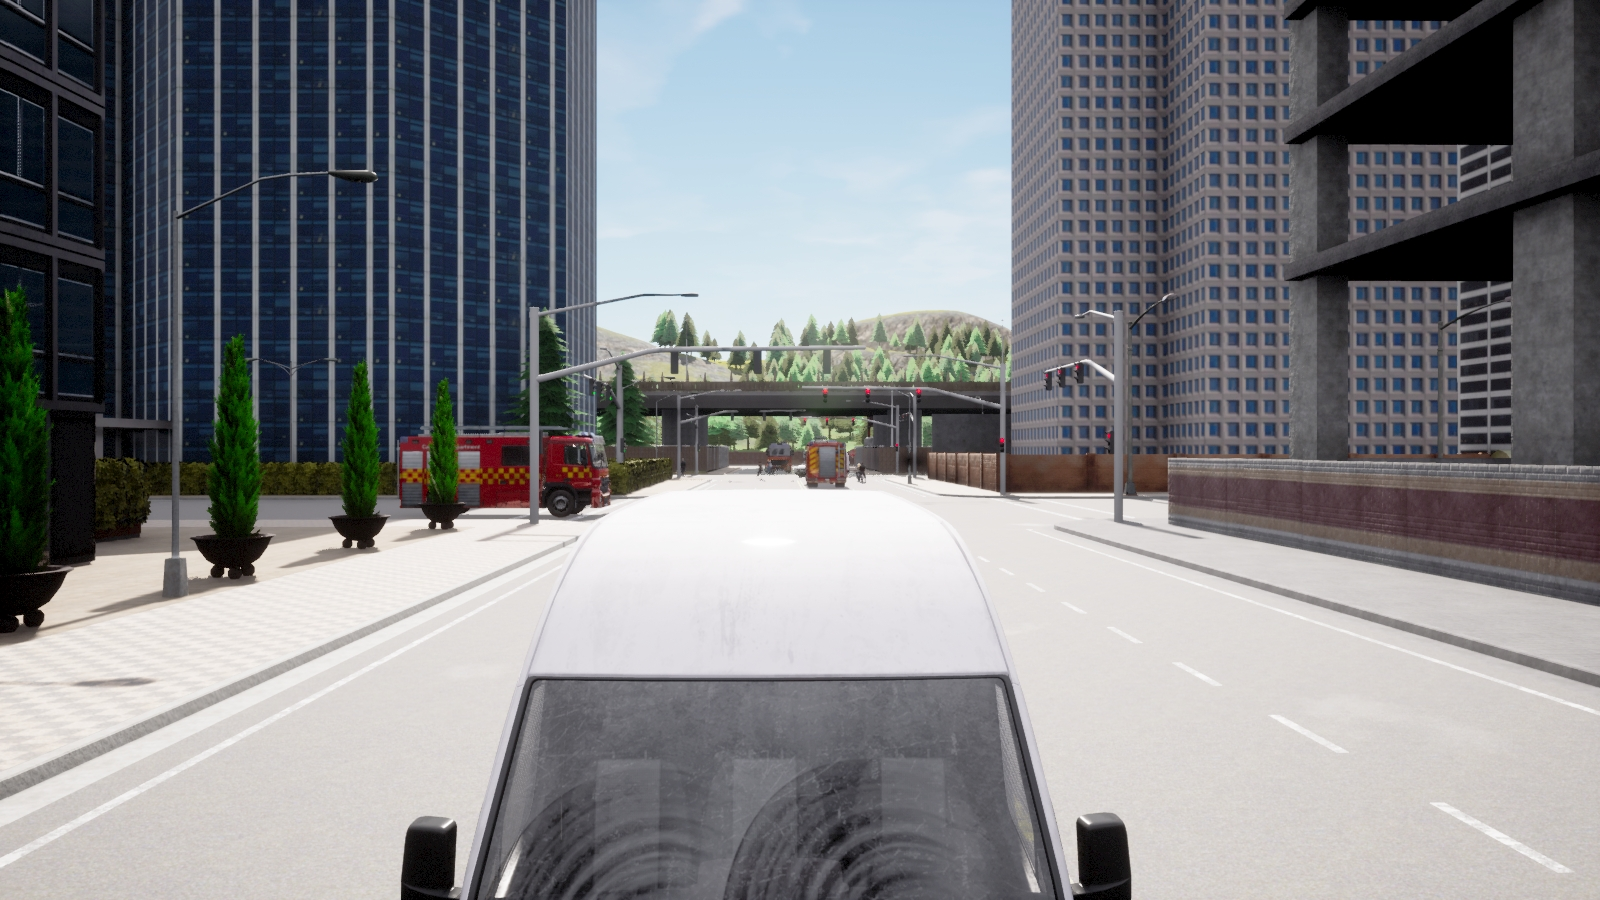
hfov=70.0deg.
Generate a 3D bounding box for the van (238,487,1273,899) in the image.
[{"bbox_3d":[-0.128,1.535,5.152,1.988,2.561,5.915,0,0,-1],"label":"van"}]

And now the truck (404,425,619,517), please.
[{"bbox_3d":[-12.239,0.890,48.946,8.468,3.827,2.891,0,0,0],"label":"truck"}]
